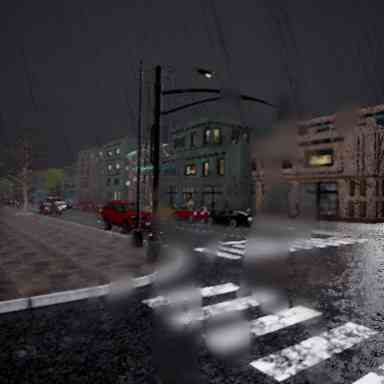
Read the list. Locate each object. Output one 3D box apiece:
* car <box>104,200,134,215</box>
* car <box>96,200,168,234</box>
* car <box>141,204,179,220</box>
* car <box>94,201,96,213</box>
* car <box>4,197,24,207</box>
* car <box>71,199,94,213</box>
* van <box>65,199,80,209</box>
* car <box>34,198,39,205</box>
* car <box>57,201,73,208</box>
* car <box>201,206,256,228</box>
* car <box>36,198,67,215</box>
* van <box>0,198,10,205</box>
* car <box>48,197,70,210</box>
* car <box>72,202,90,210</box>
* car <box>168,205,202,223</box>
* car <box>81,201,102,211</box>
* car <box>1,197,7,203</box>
[{"bbox_3d":[-9.672,1.945,43.785,2.192,1.841,5.009,1,-1,-35],"label":"car"},{"bbox_3d":[-3.894,1.514,20.779,2.192,1.841,5.009,1,-1,-35],"label":"car"},{"bbox_3d":[-3.442,2.050,34.807,1.752,1.417,4.829,1,-1,-35],"label":"car"},{"bbox_3d":[-6.692,1.827,29.349,1.882,1.535,5.008,2,-2,-35],"label":"car"},{"bbox_3d":[-35.543,2.284,66.345,2.008,1.369,4.403,1,-1,-35],"label":"car"},{"bbox_3d":[-14.975,1.967,46.796,2.097,1.767,4.553,2,-2,-34],"label":"car"},{"bbox_3d":[-22.331,2.185,62.013,1.690,1.788,3.998,1,-1,-35],"label":"van"},{"bbox_3d":[-38.156,2.692,84.794,1.802,1.307,4.206,1,-1,-35],"label":"car"},{"bbox_3d":[-25.497,2.442,66.567,1.887,1.381,4.507,1,-1,-35],"label":"car"},{"bbox_3d":[2.984,1.982,25.553,1.947,1.339,4.313,1,-1,-35],"label":"car"},{"bbox_3d":[-16.554,1.854,39.004,1.967,1.590,4.097,1,-1,-35],"label":"car"},{"bbox_3d":[-45.035,2.234,80.019,1.690,1.788,3.998,1,-1,-35],"label":"van"},{"bbox_3d":[-20.127,1.802,48.874,2.150,2.045,5.566,2,-2,-35],"label":"car"},{"bbox_3d":[-19.168,2.373,57.452,1.802,1.307,4.206,1,-1,-35],"label":"car"},{"bbox_3d":[-0.179,1.910,30.112,1.967,1.590,4.097,1,-1,-35],"label":"car"},{"bbox_3d":[-16.002,2.178,52.897,1.967,1.590,4.097,1,-1,-35],"label":"car"},{"bbox_3d":[-41.870,2.155,75.463,2.192,1.841,5.009,1,-1,-35],"label":"car"}]
